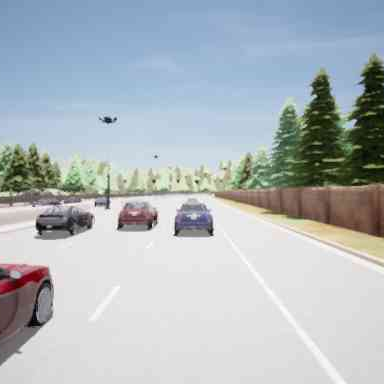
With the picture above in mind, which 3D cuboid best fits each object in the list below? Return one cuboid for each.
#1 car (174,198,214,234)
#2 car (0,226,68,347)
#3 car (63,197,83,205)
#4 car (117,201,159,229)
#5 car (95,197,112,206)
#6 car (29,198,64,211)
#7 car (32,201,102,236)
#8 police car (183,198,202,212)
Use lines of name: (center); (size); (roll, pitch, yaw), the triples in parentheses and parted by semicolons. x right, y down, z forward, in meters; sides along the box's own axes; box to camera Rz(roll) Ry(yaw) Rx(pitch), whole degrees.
car: (0.090, 1.346, 19.152); (2.097, 1.767, 4.553); (0, 0, 0)
car: (-3.402, 1.476, 3.989); (1.882, 1.535, 5.008); (0, 0, 0)
car: (-20.966, 1.558, 58.780); (1.994, 1.385, 4.181); (0, 0, 2)
car: (-3.411, 1.345, 21.743); (2.097, 1.767, 4.553); (0, 0, 0)
car: (-14.123, 1.531, 53.054); (2.033, 1.411, 5.357); (0, 0, -3)
car: (-17.639, 1.480, 40.496); (2.128, 1.511, 4.902); (0, 0, 0)
car: (-6.909, 1.486, 18.541); (2.128, 1.511, 4.902); (0, 0, 0)
police car: (0.028, 1.492, 39.409); (2.038, 1.542, 4.974); (0, 0, 0)
